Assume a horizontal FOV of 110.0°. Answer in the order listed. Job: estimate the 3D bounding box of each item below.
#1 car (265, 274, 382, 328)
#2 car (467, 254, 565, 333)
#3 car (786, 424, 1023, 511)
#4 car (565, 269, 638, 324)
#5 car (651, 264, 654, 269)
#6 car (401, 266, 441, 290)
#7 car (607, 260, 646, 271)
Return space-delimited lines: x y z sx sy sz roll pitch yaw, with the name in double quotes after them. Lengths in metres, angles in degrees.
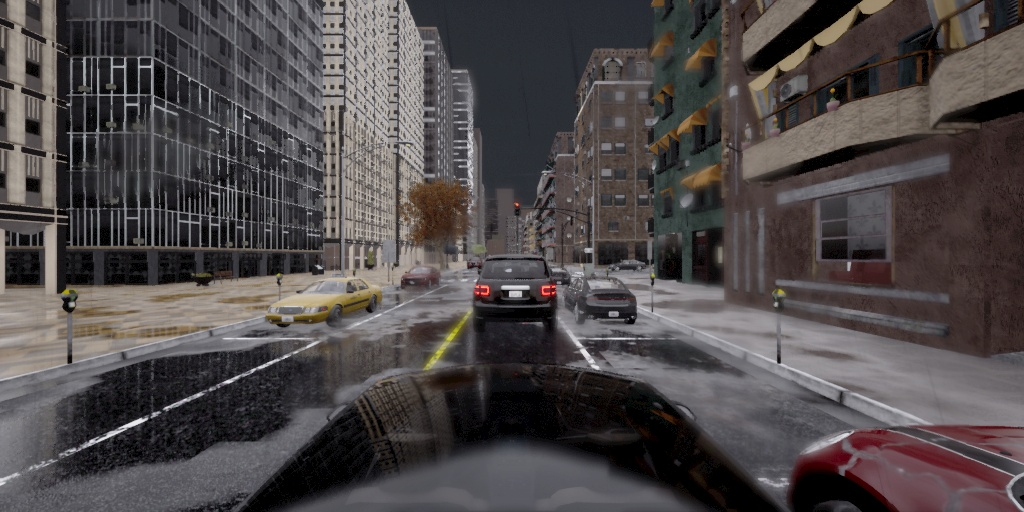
-5.689 1.276 11.498 1.751 1.417 4.829 0 0 0 "car"
0.093 0.972 10.942 2.150 2.045 5.566 0 0 0 "car"
2.688 1.190 0.600 1.967 1.591 4.097 0 0 0 "car"
2.692 1.301 11.664 2.007 1.370 4.403 0 0 0 "car"
18.844 1.006 42.196 4.829 1.417 1.751 0 0 -1 "car"
-5.685 1.300 22.733 1.888 1.381 4.507 0 0 0 "car"
13.447 1.109 42.143 4.403 1.370 2.007 0 0 -1 "car"
